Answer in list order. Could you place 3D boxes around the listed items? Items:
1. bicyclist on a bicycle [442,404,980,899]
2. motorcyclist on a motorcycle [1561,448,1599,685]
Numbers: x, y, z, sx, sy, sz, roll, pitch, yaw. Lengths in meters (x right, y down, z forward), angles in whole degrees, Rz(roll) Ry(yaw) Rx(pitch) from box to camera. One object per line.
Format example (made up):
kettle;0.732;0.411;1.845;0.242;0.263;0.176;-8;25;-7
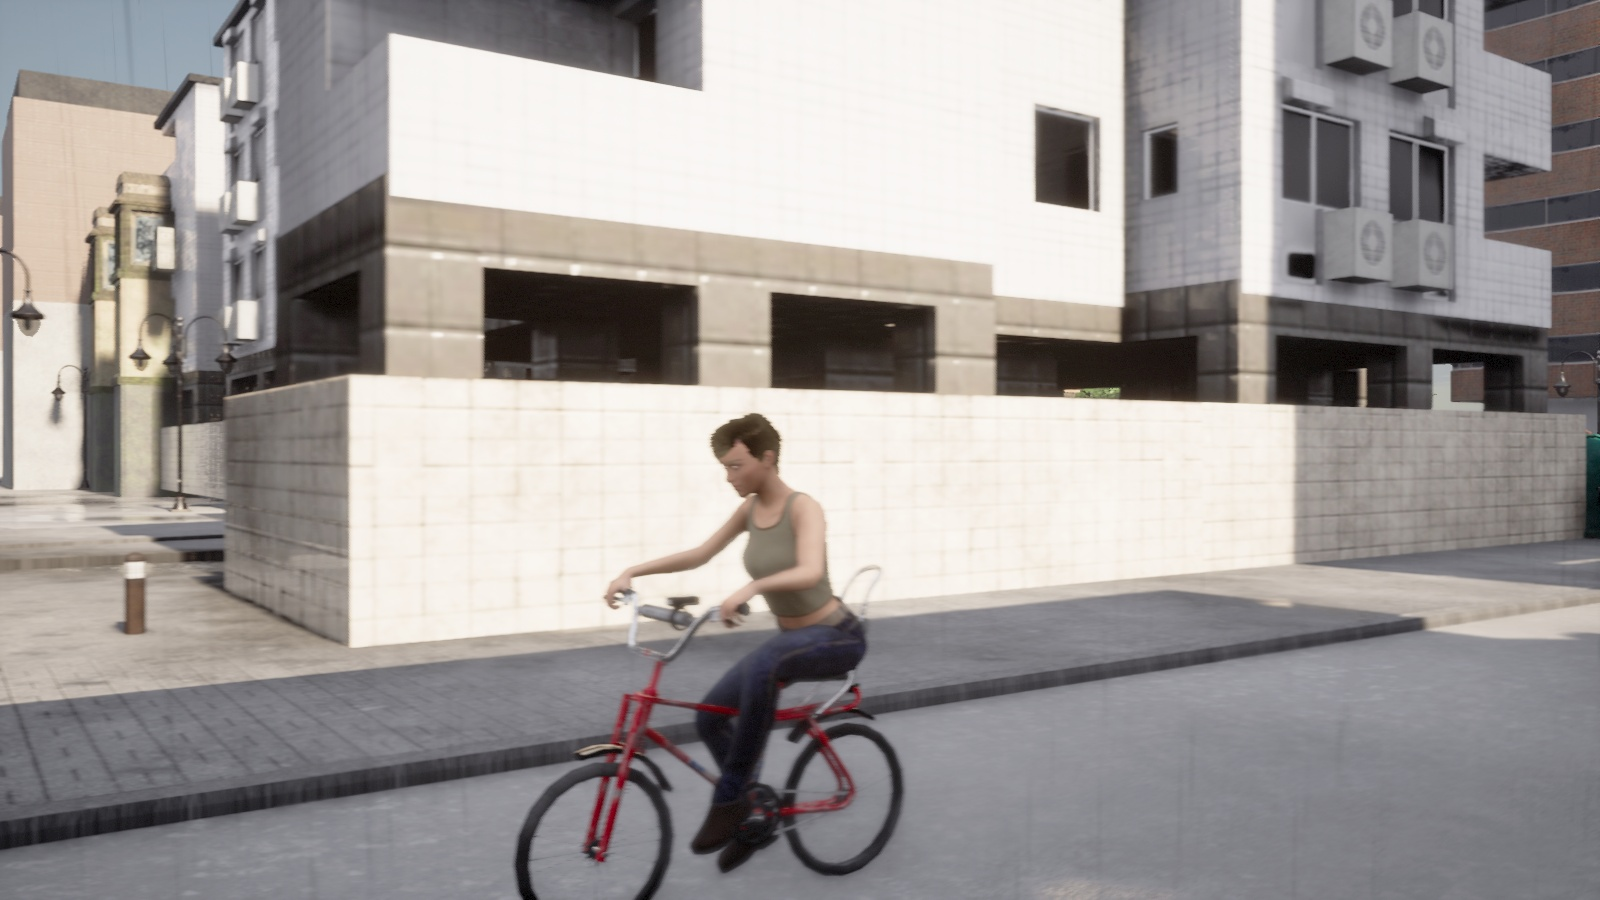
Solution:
bicyclist on a bicycle;-0.271;0.684;4.090;1.509;1.612;0.866;0;0;-36
motorcyclist on a motorcycle;6.185;0.749;8.574;2.191;1.530;0.866;0;0;-35
